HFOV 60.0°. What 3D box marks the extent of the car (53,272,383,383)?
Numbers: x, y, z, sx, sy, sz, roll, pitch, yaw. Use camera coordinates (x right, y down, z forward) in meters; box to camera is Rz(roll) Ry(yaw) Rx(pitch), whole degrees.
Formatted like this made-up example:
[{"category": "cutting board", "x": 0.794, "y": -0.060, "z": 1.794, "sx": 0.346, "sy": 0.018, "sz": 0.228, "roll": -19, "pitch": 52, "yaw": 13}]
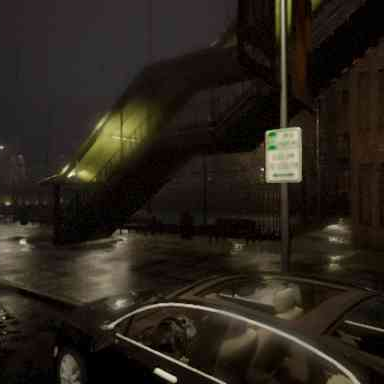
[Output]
[{"category": "car", "x": 0.461, "y": 1.492, "z": 2.933, "sx": 2.231, "sy": 1.521, "sz": 4.892, "roll": 0, "pitch": 0, "yaw": -45}]
